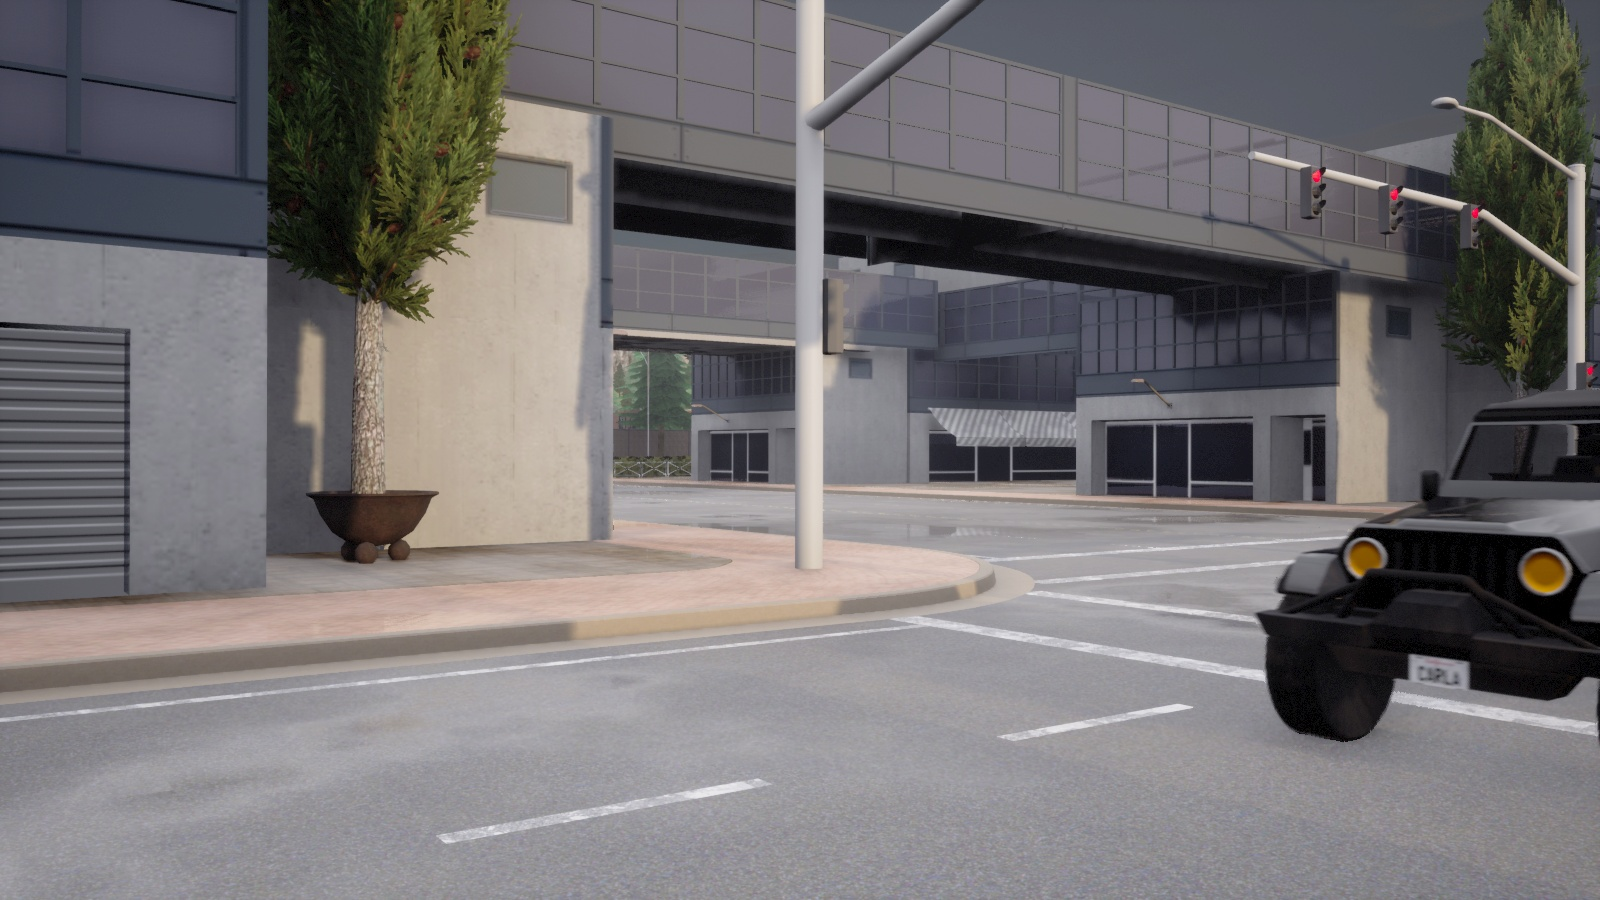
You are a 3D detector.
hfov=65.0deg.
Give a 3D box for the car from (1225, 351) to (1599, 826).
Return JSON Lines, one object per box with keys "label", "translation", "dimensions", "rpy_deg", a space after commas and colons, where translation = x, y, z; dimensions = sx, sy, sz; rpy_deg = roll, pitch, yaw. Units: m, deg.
{"label": "car", "translation": [4.277, 0.548, 6.715], "dimensions": [3.866, 1.878, 1.905], "rpy_deg": [0, 0, -36]}
